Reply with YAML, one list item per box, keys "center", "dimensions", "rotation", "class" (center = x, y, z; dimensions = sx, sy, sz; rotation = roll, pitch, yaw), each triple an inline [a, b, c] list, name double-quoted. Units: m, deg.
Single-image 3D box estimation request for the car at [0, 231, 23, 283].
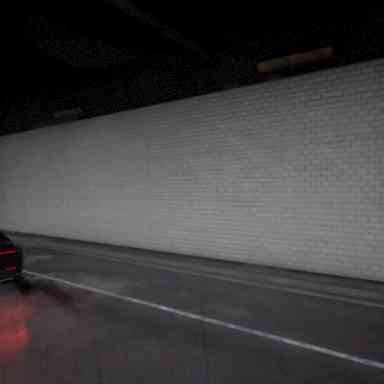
- center: [-6.172, 1.506, 8.397]
  dimensions: [4.892, 1.490, 1.837]
  rotation: [0, 0, 36]
  class: "car"
